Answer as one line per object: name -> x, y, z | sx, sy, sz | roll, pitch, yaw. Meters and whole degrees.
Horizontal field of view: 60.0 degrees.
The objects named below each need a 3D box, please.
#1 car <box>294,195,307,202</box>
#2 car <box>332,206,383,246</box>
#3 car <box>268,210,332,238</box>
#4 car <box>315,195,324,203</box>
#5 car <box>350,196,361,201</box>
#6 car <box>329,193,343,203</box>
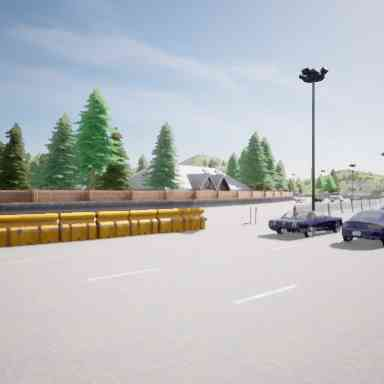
car -> 23.244, 1.467, 71.047 | 1.812, 1.442, 4.674 | 0, 0, 30
car -> 8.487, 1.530, 15.131 | 4.674, 1.442, 1.812 | 0, 0, -41
car -> 6.220, 1.613, 17.798 | 4.718, 1.301, 1.895 | 0, 0, -41
car -> 26.322, 1.416, 69.381 | 1.882, 1.535, 5.008 | 0, 0, 30
car -> 32.480, 1.455, 66.051 | 2.128, 1.511, 4.902 | 0, 0, 30
car -> 29.386, 1.159, 67.690 | 2.150, 2.045, 5.566 | 0, 0, 30
